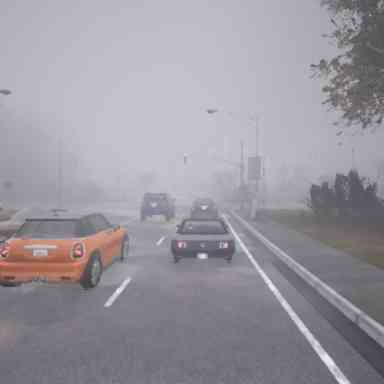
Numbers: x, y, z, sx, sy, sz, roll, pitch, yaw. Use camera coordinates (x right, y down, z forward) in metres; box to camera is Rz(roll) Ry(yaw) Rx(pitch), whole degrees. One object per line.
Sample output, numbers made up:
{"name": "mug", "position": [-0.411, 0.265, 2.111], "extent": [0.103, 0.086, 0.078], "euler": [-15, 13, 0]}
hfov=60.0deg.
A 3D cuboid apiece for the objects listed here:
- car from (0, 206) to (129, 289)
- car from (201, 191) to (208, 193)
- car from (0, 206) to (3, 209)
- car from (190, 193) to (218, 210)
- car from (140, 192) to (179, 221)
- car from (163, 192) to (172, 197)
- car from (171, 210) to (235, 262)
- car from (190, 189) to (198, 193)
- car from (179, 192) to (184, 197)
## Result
{"name": "car", "position": [-3.191, 1.314, 9.253], "extent": [2.097, 1.767, 4.553], "euler": [0, 0, 1]}
{"name": "car", "position": [3.877, 0.573, 93.745], "extent": [2.128, 1.511, 4.902], "euler": [0, 1, 2]}
{"name": "car", "position": [-6.732, 1.406, 14.604], "extent": [1.882, 1.535, 5.008], "euler": [0, 0, 2]}
{"name": "car", "position": [0.993, 1.194, 26.936], "extent": [2.097, 1.767, 4.553], "euler": [0, 1, 2]}
{"name": "car", "position": [-2.560, 1.063, 25.872], "extent": [2.150, 2.045, 5.566], "euler": [0, 0, 3]}
{"name": "car", "position": [-6.725, 0.706, 91.580], "extent": [1.895, 1.301, 4.718], "euler": [0, 1, 3]}
{"name": "car", "position": [0.382, 1.551, 11.834], "extent": [1.895, 1.301, 4.718], "euler": [0, 0, 2]}
{"name": "car", "position": [0.349, 0.574, 93.134], "extent": [2.128, 1.511, 4.902], "euler": [0, 1, 2]}
{"name": "car", "position": [-3.223, 0.634, 91.556], "extent": [1.812, 1.442, 4.674], "euler": [0, 1, 3]}
